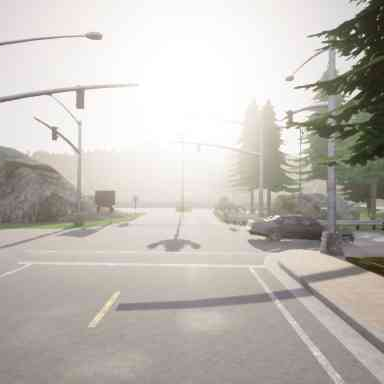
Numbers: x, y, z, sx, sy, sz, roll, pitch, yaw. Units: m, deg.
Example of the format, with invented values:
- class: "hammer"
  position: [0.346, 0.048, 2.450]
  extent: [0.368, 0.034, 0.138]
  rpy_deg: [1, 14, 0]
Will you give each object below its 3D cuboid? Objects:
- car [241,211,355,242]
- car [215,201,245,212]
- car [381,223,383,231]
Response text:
- class: "car"
  position: [5.523, 1.900, 17.482]
  extent: [5.357, 1.411, 2.033]
  rpy_deg: [3, -1, 1]
- class: "car"
  position: [5.906, 2.138, 51.086]
  extent: [4.553, 1.767, 2.097]
  rpy_deg: [1, 0, -17]
- class: "car"
  position: [15.025, 2.060, 21.076]
  extent: [5.357, 1.411, 2.033]
  rpy_deg: [0, -1, -2]
